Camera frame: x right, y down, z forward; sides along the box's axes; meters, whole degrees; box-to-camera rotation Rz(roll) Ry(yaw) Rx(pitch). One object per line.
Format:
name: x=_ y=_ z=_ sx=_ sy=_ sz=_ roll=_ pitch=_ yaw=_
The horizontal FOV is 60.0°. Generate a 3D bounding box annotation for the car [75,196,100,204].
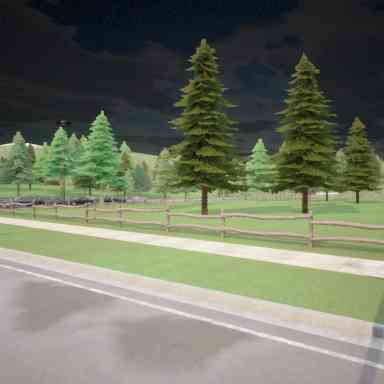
car: x=-20.920 y=1.524 z=66.657 sx=1.812 sy=1.442 sz=4.674 roll=0 pitch=0 yaw=35

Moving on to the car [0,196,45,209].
car: x=-23.162 y=1.352 z=45.383 sx=2.097 sy=1.767 sz=4.553 roll=0 pitch=0 yaw=35

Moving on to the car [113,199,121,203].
car: x=-12.655 y=1.547 z=66.292 sx=2.033 sy=1.411 sz=5.357 roll=0 pitch=0 yaw=35

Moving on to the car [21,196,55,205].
car: x=-26.924 y=1.491 z=58.250 sx=2.128 sy=1.511 sz=4.902 roll=0 pitch=0 yaw=35

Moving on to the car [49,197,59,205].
car: x=-20.410 y=1.547 z=55.374 sx=2.033 sy=1.411 sz=5.357 roll=0 pitch=0 yaw=35

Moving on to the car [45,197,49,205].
car: x=-23.551 y=1.564 z=56.975 sx=1.994 sy=1.385 sz=4.181 roll=0 pitch=0 yaw=35

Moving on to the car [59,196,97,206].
car: x=-17.976 y=1.505 z=52.753 sx=1.837 sy=1.490 sz=4.892 roll=0 pitch=0 yaw=35

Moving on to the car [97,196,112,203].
car: x=-17.353 y=1.478 z=65.686 sx=1.882 sy=1.535 sz=5.008 roll=0 pitch=0 yaw=35

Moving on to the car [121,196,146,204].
car: x=-10.567 y=1.526 z=63.236 sx=1.812 sy=1.442 sz=4.674 roll=0 pitch=0 yaw=36
